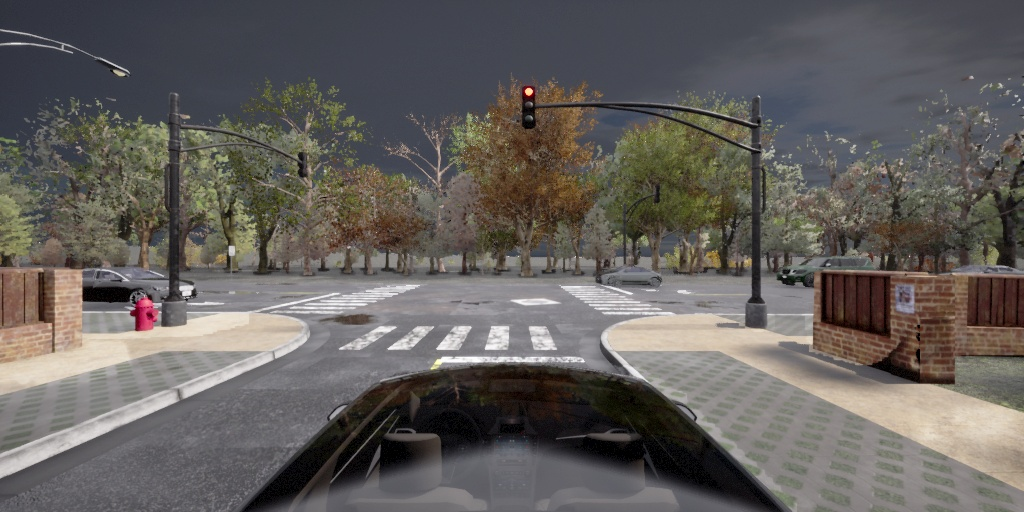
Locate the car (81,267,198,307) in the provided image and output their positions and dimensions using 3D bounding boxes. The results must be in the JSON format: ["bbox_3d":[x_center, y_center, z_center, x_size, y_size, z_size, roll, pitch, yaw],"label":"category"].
[{"bbox_3d":[-15.117,1.183,13.965,4.902,1.511,2.128,0,0,0],"label":"car"}]

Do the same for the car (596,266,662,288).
[{"bbox_3d":[7.769,1.354,23.944,4.181,1.385,1.994,0,0,0],"label":"car"}]

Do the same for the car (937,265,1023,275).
[{"bbox_3d":[31.262,1.359,23.959,4.902,1.511,2.128,0,0,0],"label":"car"}]

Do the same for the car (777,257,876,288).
[{"bbox_3d":[20.959,1.058,23.956,5.566,2.045,2.150,0,0,0],"label":"car"}]
